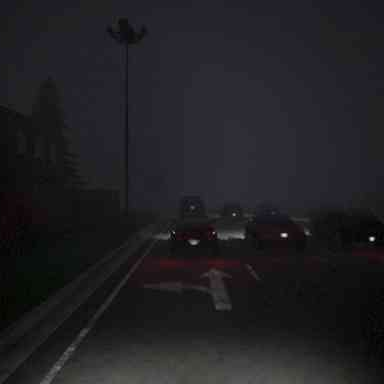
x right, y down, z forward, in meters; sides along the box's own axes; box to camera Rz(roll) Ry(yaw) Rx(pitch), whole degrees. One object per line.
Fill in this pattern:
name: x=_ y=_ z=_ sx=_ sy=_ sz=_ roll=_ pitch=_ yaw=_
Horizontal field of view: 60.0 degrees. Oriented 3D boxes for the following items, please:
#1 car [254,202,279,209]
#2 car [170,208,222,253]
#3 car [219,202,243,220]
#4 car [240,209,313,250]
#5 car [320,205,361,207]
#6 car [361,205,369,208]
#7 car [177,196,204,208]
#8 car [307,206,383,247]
car: x=7.076 y=1.719 z=31.561 sx=1.812 sy=1.442 sz=4.674 roll=0 pitch=0 yaw=0
car: x=0.080 y=1.613 z=14.076 sx=1.812 sy=1.442 sz=4.674 roll=0 pitch=0 yaw=0
car: x=3.579 y=1.693 z=30.645 sx=1.837 sy=1.490 sz=4.892 roll=0 pitch=0 yaw=0
car: x=3.581 y=1.656 z=14.895 sx=1.994 sy=1.385 sz=4.181 roll=0 pitch=0 yaw=0
car: x=10.554 y=1.706 z=25.693 sx=2.033 sy=1.411 sz=5.357 roll=0 pitch=0 yaw=0
car: x=14.074 y=1.779 z=28.904 sx=1.895 sy=1.301 sz=4.718 roll=0 pitch=0 yaw=0
car: x=-0.090 y=1.403 z=29.748 sx=2.150 sy=2.045 sz=5.566 roll=0 pitch=0 yaw=-3
car: x=7.084 y=1.600 z=15.497 sx=1.837 sy=1.490 sz=4.892 roll=0 pitch=0 yaw=0
